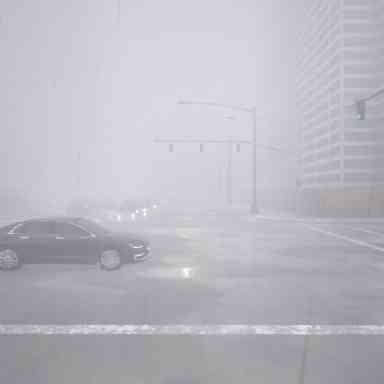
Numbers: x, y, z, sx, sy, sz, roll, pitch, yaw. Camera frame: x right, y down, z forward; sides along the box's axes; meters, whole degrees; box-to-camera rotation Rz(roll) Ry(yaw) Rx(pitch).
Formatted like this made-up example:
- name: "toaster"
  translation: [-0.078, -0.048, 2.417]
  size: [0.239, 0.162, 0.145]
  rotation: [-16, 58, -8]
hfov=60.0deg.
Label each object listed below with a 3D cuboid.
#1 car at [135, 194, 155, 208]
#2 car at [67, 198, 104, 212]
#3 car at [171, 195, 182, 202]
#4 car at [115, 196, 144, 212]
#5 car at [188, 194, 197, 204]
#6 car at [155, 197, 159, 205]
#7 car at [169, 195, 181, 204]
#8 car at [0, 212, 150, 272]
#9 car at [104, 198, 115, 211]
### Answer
- name: "car"
  translation: [-7.027, 1.491, 48.218]
  size: [2.128, 1.511, 4.902]
  rotation: [0, 0, 0]
- name: "car"
  translation: [-10.590, 1.352, 32.752]
  size: [2.097, 1.767, 4.553]
  rotation: [0, 0, 1]
- name: "car"
  translation: [-3.392, 1.354, 74.412]
  size: [2.128, 1.511, 4.902]
  rotation: [0, 0, 0]
- name: "car"
  translation: [-7.045, 1.505, 37.868]
  size: [1.837, 1.490, 4.892]
  rotation: [0, 0, 0]
- name: "car"
  translation: [0.093, 1.547, 64.122]
  size: [2.033, 1.411, 5.357]
  rotation: [0, 0, 0]
- name: "car"
  translation: [-6.995, 1.601, 58.542]
  size: [1.895, 1.301, 4.718]
  rotation: [0, 0, 0]
- name: "car"
  translation: [-3.407, 1.491, 64.127]
  size: [2.128, 1.511, 4.902]
  rotation: [0, 0, 0]
- name: "car"
  translation: [-3.756, 1.505, 10.214]
  size: [4.892, 1.490, 1.837]
  rotation: [0, 0, 0]
- name: "car"
  translation: [-10.537, 1.478, 41.884]
  size: [1.882, 1.535, 5.008]
  rotation: [0, 0, 0]
